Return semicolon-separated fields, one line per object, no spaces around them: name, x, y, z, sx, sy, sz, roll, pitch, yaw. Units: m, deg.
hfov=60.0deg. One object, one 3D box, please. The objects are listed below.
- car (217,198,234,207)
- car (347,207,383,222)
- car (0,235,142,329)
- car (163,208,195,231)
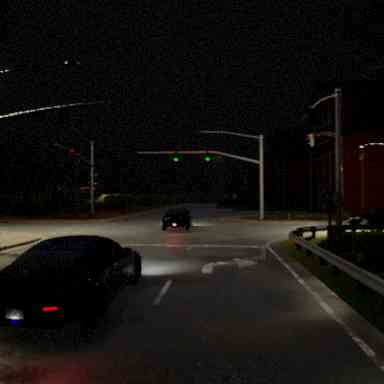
car;7.281;2.266;71.740;1.905;1.878;3.866;-7;1;-37
car;14.117;1.884;24.763;4.674;1.442;1.812;0;-1;6
car;-2.404;1.659;7.186;1.812;1.442;4.674;0;-1;5
car;-0.926;1.920;24.159;1.837;1.490;4.892;0;-1;5
